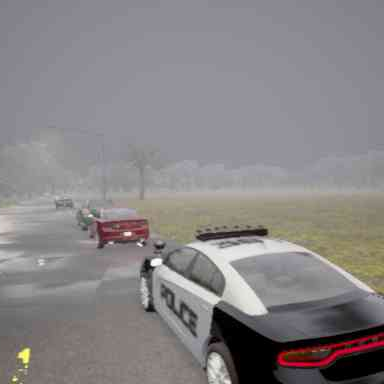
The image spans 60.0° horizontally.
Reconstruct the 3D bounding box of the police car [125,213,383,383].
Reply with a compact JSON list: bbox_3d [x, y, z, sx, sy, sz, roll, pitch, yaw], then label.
[{"bbox_3d":[0.534,1.330,4.967,1.930,1.638,5.238,-2,1,-22],"label":"police car"}]

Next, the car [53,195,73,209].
[{"bbox_3d":[-15.591,1.227,40.466,2.128,1.511,4.902,-2,1,-23],"label":"car"}]

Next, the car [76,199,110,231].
[{"bbox_3d":[-5.610,1.169,19.650,2.097,1.767,4.553,-2,1,-23],"label":"car"}]

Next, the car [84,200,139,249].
[{"bbox_3d":[-3.259,1.328,14.142,1.882,1.535,5.008,-2,1,-23],"label":"car"}]
